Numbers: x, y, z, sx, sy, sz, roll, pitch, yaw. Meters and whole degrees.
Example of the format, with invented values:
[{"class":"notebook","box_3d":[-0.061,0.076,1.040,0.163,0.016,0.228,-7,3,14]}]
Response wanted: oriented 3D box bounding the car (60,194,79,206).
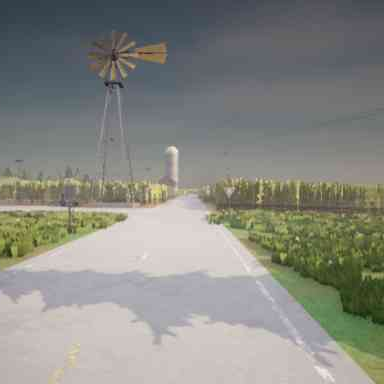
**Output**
[{"class":"car","box_3d":[-17.222,1.178,46.586,1.905,1.878,3.866,0,0,-31]}]
